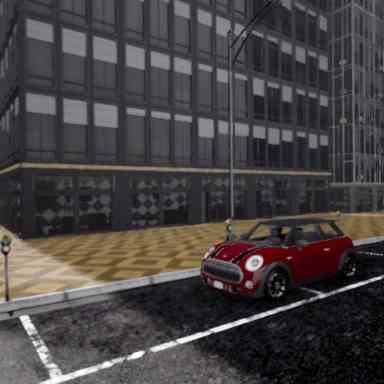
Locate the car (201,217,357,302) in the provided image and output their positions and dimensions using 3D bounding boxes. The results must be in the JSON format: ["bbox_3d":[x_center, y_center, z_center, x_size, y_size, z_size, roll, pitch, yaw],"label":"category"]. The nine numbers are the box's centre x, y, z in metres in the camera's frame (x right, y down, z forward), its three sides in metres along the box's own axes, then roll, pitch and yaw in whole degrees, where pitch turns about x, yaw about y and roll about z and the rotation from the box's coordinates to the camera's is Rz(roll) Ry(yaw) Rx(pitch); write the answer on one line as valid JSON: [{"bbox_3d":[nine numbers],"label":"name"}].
[{"bbox_3d":[2.172,1.406,8.119,4.097,1.590,1.967,0,0,-35],"label":"car"}]
